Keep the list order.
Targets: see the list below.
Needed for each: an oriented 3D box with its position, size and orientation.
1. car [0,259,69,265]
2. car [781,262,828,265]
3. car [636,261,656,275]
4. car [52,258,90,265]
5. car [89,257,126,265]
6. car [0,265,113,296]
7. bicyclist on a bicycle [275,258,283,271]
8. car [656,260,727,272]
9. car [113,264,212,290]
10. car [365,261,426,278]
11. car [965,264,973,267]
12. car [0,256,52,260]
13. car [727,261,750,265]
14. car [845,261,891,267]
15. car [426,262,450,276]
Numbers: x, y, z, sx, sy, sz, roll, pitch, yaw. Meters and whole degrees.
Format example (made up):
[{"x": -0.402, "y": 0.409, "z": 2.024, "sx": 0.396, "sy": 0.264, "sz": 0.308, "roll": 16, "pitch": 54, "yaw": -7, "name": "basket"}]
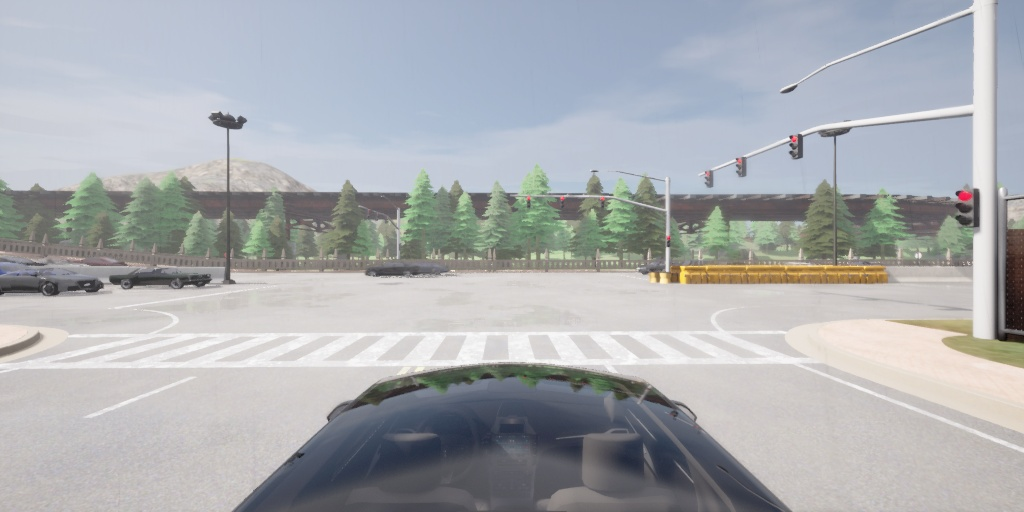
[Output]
[{"x": -30.868, "y": 1.166, "z": 21.827, "sx": 5.008, "sy": 1.535, "sz": 1.882, "roll": 1, "pitch": 0, "yaw": -2, "name": "car"}, {"x": 24.007, "y": 1.276, "z": 30.720, "sx": 4.674, "sy": 1.442, "sz": 1.812, "roll": 0, "pitch": 0, "yaw": -2, "name": "car"}, {"x": 15.571, "y": 1.240, "z": 37.478, "sx": 4.902, "sy": 1.511, "sz": 2.128, "roll": 0, "pitch": 0, "yaw": -2, "name": "car"}, {"x": -41.700, "y": 0.833, "z": 32.219, "sx": 4.718, "sy": 1.301, "sz": 1.895, "roll": 4, "pitch": 0, "yaw": -2, "name": "car"}, {"x": -41.270, "y": 0.790, "z": 35.735, "sx": 4.674, "sy": 1.442, "sz": 1.812, "roll": 4, "pitch": 0, "yaw": -1, "name": "car"}, {"x": -24.024, "y": 1.306, "z": 18.537, "sx": 4.181, "sy": 1.385, "sz": 1.994, "roll": 0, "pitch": 0, "yaw": -2, "name": "car"}, {"x": -28.458, "y": 1.041, "z": 43.894, "sx": 0.582, "sy": 1.620, "sz": 1.656, "roll": 0, "pitch": 0, "yaw": -2, "name": "bicyclist on a bicycle"}, {"x": 15.180, "y": 1.102, "z": 30.463, "sx": 4.553, "sy": 1.767, "sz": 2.097, "roll": 0, "pitch": 0, "yaw": -2, "name": "car"}, {"x": -21.484, "y": 1.345, "z": 22.115, "sx": 4.718, "sy": 1.301, "sz": 1.895, "roll": 0, "pitch": 0, "yaw": -2, "name": "car"}, {"x": -10.936, "y": 1.227, "z": 33.149, "sx": 5.008, "sy": 1.535, "sz": 1.882, "roll": 0, "pitch": 0, "yaw": -2, "name": "car"}, {"x": 41.614, "y": 1.255, "z": 31.267, "sx": 4.892, "sy": 1.490, "sz": 1.837, "roll": 0, "pitch": 0, "yaw": -2, "name": "car"}, {"x": -40.882, "y": 0.754, "z": 28.741, "sx": 5.008, "sy": 1.535, "sz": 1.882, "roll": 4, "pitch": 0, "yaw": -2, "name": "car"}, {"x": 20.515, "y": 1.255, "z": 34.131, "sx": 4.892, "sy": 1.490, "sz": 1.837, "roll": 0, "pitch": 0, "yaw": -2, "name": "car"}, {"x": 33.644, "y": 1.242, "z": 34.535, "sx": 4.902, "sy": 1.511, "sz": 2.128, "roll": 0, "pitch": 0, "yaw": -2, "name": "car"}, {"x": -9.065, "y": 1.298, "z": 36.709, "sx": 5.357, "sy": 1.411, "sz": 2.033, "roll": 0, "pitch": 0, "yaw": -2, "name": "car"}]
